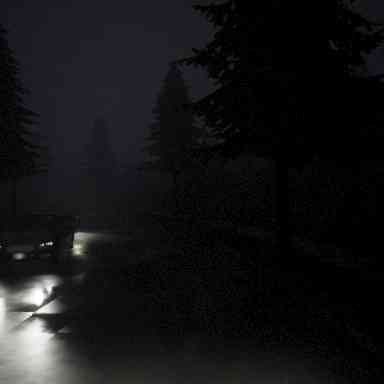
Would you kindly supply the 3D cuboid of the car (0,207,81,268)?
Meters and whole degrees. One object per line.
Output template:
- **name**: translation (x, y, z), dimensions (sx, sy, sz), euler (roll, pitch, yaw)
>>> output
- **car**: translation (-5.245, 1.495, 11.498), dimensions (2.128, 1.511, 4.902), euler (0, 0, -12)

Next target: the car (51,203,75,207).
- **car**: translation (-8.323, 1.478, 21.512), dimensions (1.882, 1.535, 5.008), euler (0, 0, -22)
